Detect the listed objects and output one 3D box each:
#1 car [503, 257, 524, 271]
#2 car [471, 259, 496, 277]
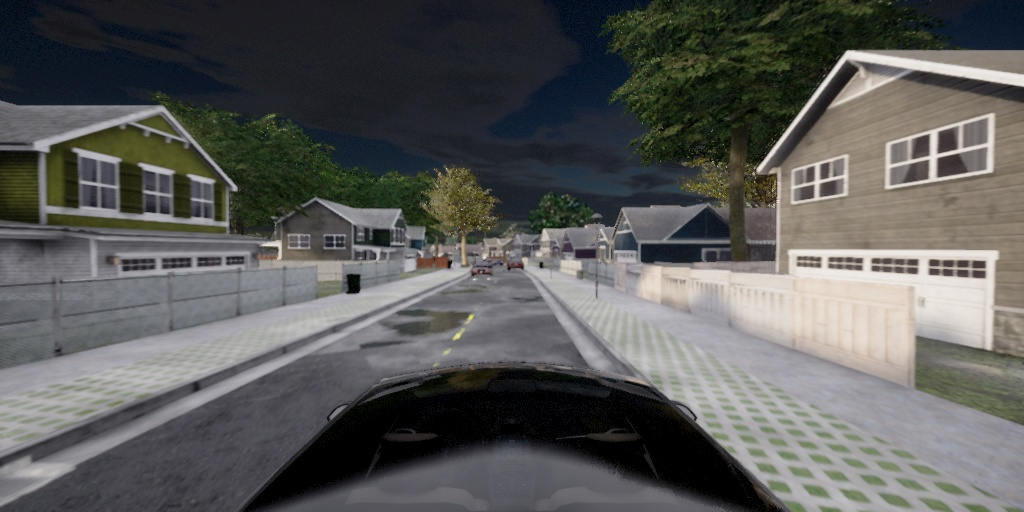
[{"bbox_3d":[0.372,0.962,48.032,2.097,1.767,4.553,-2,0,-4],"label":"car"},{"bbox_3d":[-2.793,1.227,34.159,1.994,1.385,4.181,0,0,-1],"label":"car"}]
